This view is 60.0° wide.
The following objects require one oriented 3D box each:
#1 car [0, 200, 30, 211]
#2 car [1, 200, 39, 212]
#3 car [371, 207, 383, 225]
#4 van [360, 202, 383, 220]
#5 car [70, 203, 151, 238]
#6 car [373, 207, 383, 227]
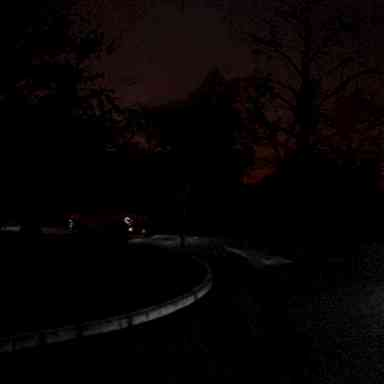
[{"bbox_3d":[-23.548,1.683,42.371,2.033,1.411,5.357,1,-1,19],"label":"car"},{"bbox_3d":[-20.853,1.739,40.370,1.895,1.301,4.718,1,-1,17],"label":"car"},{"bbox_3d":[16.525,1.711,24.143,5.566,2.045,2.435,1,-1,21],"label":"car"},{"bbox_3d":[22.622,2.296,39.611,4.442,1.987,1.878,1,-2,21],"label":"van"},{"bbox_3d":[-4.433,1.422,18.133,4.553,1.767,2.097,0,0,28],"label":"car"},{"bbox_3d":[17.458,2.036,26.636,4.892,1.521,2.231,1,-1,21],"label":"car"}]
